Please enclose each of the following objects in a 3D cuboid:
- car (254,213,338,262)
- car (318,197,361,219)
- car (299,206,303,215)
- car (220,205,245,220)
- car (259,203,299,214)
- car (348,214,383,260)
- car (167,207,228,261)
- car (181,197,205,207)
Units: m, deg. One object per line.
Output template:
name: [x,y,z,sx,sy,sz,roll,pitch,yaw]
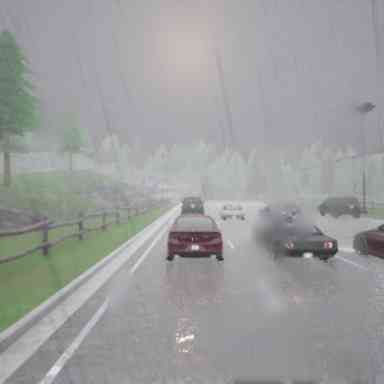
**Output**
car: [3.599,1.693,12.528,1.895,1.301,4.718,0,0,0]
car: [14.084,1.459,32.017,2.150,2.045,5.566,0,0,0]
car: [10.590,1.832,36.394,1.994,1.385,4.181,0,0,0]
car: [3.575,1.823,30.286,1.895,1.301,4.718,0,0,0]
car: [7.067,1.756,28.370,2.033,1.411,5.357,0,0,0]
car: [7.099,1.646,10.943,1.994,1.385,4.181,0,0,0]
car: [0.100,1.572,12.790,1.882,1.535,5.008,0,0,0]
car: [0.088,1.468,33.544,2.150,2.045,5.566,0,0,0]
